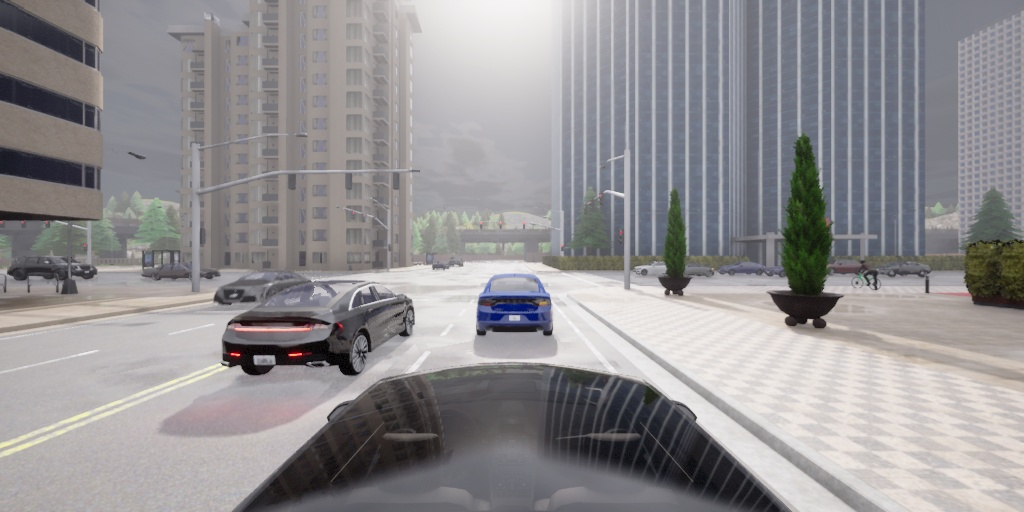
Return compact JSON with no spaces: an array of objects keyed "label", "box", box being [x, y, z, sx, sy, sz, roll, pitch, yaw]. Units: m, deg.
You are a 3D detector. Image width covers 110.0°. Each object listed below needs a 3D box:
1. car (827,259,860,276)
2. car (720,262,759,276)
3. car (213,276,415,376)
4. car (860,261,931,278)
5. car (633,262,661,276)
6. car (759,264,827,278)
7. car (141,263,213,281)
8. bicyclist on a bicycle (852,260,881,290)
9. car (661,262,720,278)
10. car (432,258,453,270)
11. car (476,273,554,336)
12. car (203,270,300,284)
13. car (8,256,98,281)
[{"label":"car","box":[34.371,1.132,38.025,4.553,1.767,2.097,0,0,0]},{"label":"car","box":[24.286,1.306,37.931,4.674,1.442,1.812,0,0,0]},{"label":"car","box":[-3.444,1.246,7.439,2.128,1.511,4.902,0,0,0]},{"label":"car","box":[37.245,1.269,34.548,4.902,1.511,2.128,0,0,0]},{"label":"car","box":[15.203,1.306,37.841,4.674,1.442,1.812,0,0,-1]},{"label":"car","box":[26.923,1.303,34.453,4.674,1.442,1.812,0,0,0]},{"label":"car","box":[-27.813,1.321,30.197,5.357,1.411,2.033,0,0,-1]},{"label":"bicyclist on a bicycle","box":[19.638,1.066,19.902,0.582,1.620,1.656,0,0,-1]},{"label":"car","box":[17.004,1.341,34.359,4.181,1.385,1.994,0,0,-1]},{"label":"car","box":[-10.605,1.394,53.600,1.895,1.301,4.718,0,0,0]},{"label":"car","box":[0.074,1.235,10.476,1.882,1.535,5.008,0,0,0]},{"label":"car","box":[-10.602,1.325,15.647,1.994,1.385,4.181,0,0,0]},{"label":"car","box":[-38.478,0.995,30.106,5.566,2.045,2.150,0,0,0]}]
